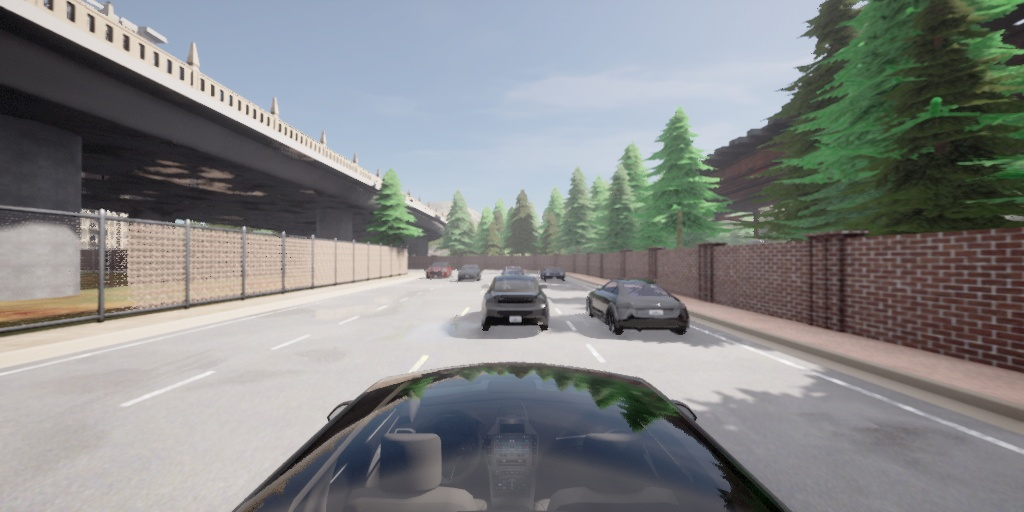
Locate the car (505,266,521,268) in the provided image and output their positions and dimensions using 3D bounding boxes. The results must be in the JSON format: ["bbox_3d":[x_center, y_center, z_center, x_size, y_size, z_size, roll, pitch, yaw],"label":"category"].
[{"bbox_3d":[0.094,1.577,32.432,1.895,1.301,4.718,0,0,0],"label":"car"}]

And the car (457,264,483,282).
[{"bbox_3d":[-3.614,1.474,31.504,1.837,1.490,4.892,0,0,0],"label":"car"}]

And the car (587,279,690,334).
[{"bbox_3d":[3.585,1.382,10.907,1.994,1.385,4.181,0,0,0],"label":"car"}]

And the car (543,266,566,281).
[{"bbox_3d":[3.593,1.577,32.432,1.895,1.301,4.718,0,0,0],"label":"car"}]

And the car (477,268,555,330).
[{"bbox_3d":[0.088,1.328,11.373,1.837,1.490,4.892,0,0,0],"label":"car"}]

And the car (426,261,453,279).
[{"bbox_3d":[-7.158,1.352,35.645,2.097,1.767,4.553,0,0,-1],"label":"car"}]
